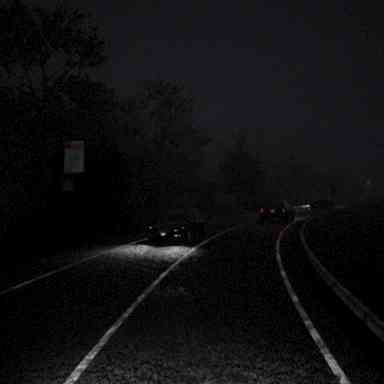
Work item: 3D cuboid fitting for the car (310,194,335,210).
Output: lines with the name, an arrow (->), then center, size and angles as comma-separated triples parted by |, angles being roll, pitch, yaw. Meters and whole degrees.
car -> 15.669, 1.266, 39.958 | 1.882, 1.535, 5.008 | -4, 0, 36

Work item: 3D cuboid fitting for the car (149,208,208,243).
car -> -0.540, 1.613, 16.809 | 1.837, 1.490, 4.892 | -1, -1, 18

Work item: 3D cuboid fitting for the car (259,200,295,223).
car -> 6.658, 1.385, 25.704 | 2.097, 1.767, 4.553 | -2, -1, 25

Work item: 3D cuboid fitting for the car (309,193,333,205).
car -> 20.047, 1.047, 51.584 | 2.128, 1.511, 4.902 | -4, 0, 37
